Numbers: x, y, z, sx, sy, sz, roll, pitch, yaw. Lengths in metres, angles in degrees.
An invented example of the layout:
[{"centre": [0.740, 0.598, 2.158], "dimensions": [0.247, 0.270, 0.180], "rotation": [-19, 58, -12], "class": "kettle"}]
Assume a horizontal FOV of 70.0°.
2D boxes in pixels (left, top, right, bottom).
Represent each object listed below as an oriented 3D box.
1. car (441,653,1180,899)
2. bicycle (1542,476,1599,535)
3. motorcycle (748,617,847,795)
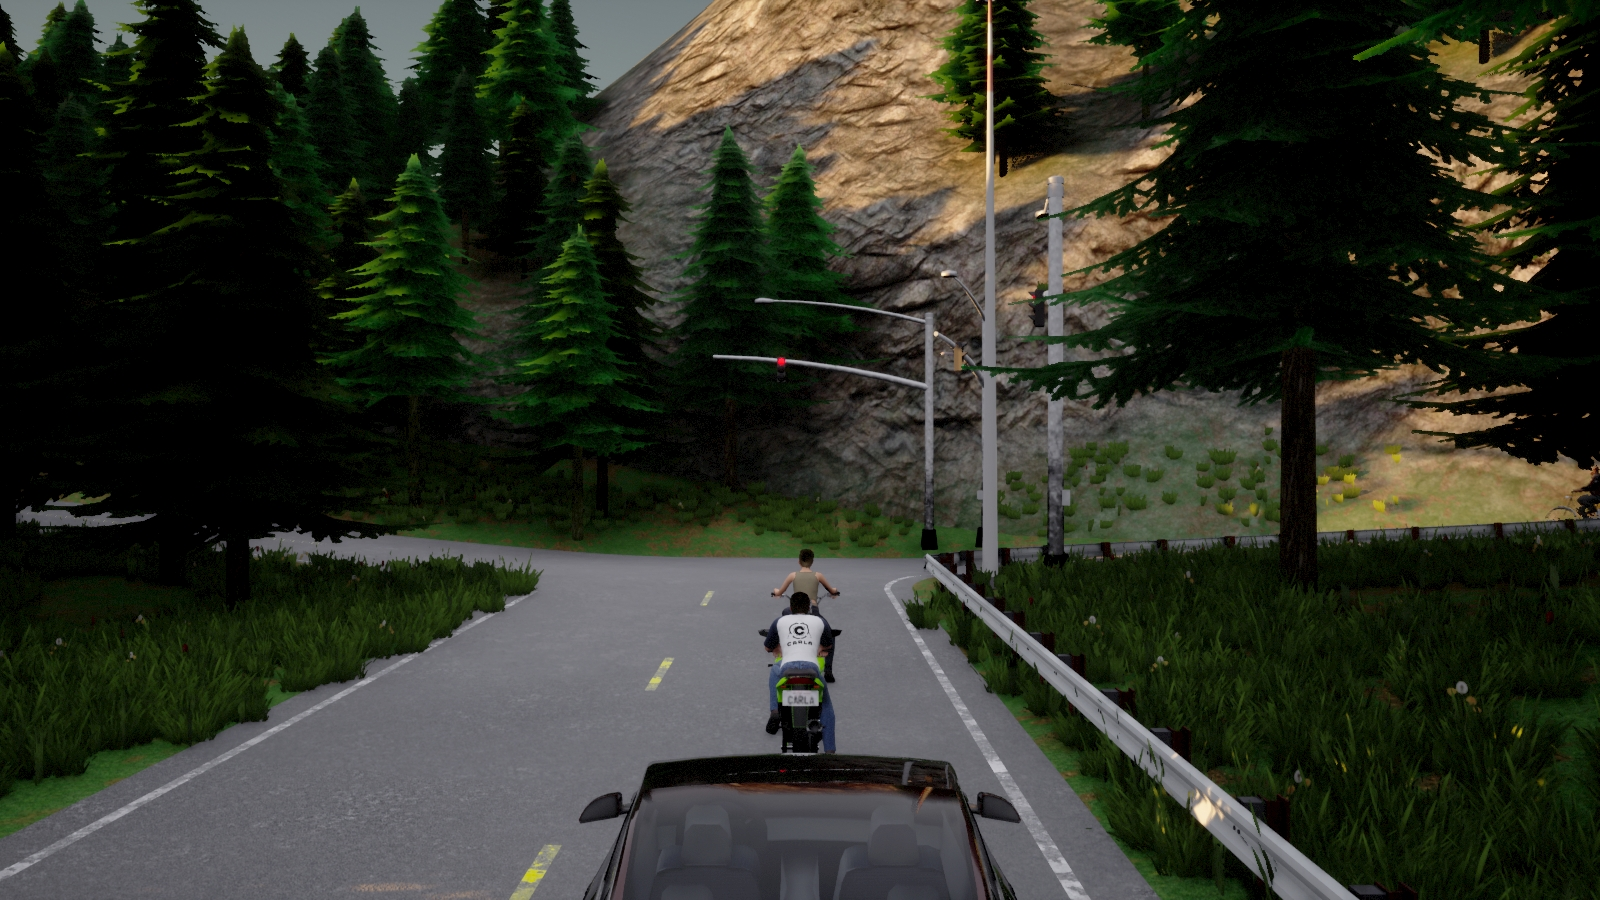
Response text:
[{"centre": [0.029, 2.063, 5.012], "dimensions": [2.163, 1.488, 4.792], "rotation": [0, 0, 0], "class": "car"}, {"centre": [20.658, 1.448, 29.994], "dimensions": [1.835, 1.471, 0.329], "rotation": [-5, -2, 26], "class": "bicycle"}, {"centre": [-0.020, 2.213, 10.238], "dimensions": [0.803, 1.145, 2.033], "rotation": [0, 0, 0], "class": "motorcycle"}]
